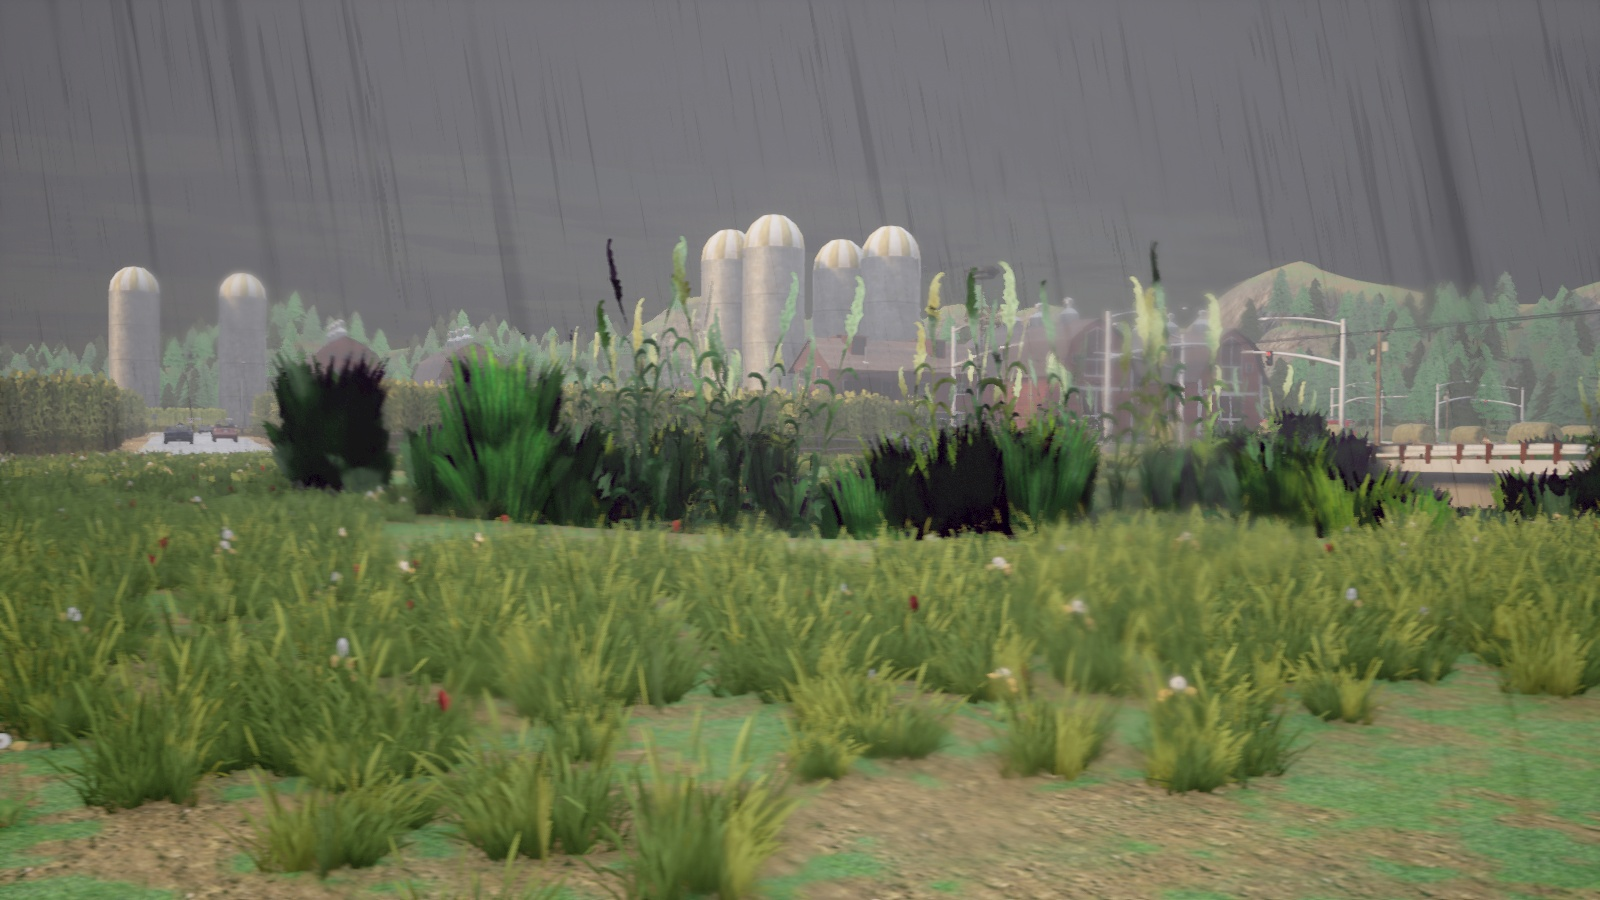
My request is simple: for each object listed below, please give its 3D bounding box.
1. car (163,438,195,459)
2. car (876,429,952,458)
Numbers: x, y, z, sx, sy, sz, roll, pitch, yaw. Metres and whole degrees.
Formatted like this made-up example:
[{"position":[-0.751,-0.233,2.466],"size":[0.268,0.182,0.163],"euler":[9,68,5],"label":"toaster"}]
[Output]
[{"position":[-43.190,-0.126,87.359],"size":[1.895,1.301,4.718],"euler":[-1,2,-26],"label":"car"},{"position":[6.172,-0.362,68.026],"size":[3.633,1.501,1.845],"euler":[-1,1,-26],"label":"car"}]
